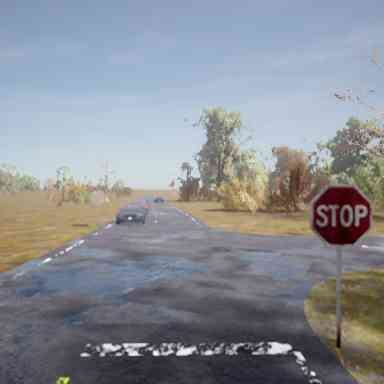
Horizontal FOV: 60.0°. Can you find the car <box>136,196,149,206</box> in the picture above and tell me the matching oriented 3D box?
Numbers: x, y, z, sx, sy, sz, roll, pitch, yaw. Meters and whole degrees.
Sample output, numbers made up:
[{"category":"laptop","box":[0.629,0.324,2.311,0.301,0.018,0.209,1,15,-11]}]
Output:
[{"category":"car","box":[-8.288,1.460,56.027,2.128,1.511,4.902,0,0,-7]}]

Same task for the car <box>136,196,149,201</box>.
[{"category":"car","box":[-5.525,1.507,35.598,1.812,1.442,4.674,0,0,-7]}]

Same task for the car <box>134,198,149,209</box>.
[{"category":"car","box":[-6.913,1.539,45.897,1.994,1.385,4.181,0,0,-8]}]

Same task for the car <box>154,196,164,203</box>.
[{"category":"car","box":[-6.797,1.486,68.087,1.812,1.442,4.674,0,0,-8]}]

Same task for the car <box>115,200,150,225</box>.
[{"category":"car","box":[-4.297,1.553,24.000,1.994,1.385,4.181,0,0,-6]}]
